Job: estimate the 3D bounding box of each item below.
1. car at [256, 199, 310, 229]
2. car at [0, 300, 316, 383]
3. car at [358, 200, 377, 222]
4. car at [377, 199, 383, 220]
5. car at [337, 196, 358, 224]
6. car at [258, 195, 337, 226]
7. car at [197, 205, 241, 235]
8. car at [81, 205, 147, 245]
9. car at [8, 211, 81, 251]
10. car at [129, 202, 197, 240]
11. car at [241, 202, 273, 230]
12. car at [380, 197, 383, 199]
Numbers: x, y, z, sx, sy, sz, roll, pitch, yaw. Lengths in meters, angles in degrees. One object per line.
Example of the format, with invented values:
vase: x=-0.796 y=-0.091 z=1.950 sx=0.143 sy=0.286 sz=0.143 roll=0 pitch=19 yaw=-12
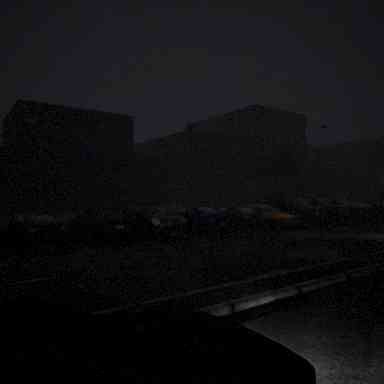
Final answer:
car: x=4.739 y=1.502 z=22.037 sx=1.946 sy=1.575 sz=5.366 roll=0 pitch=0 yaw=-36
car: x=-1.434 y=1.547 z=2.108 sx=5.357 sy=1.411 sz=2.033 roll=0 pitch=0 yaw=-36
car: x=11.367 y=1.327 z=26.976 sx=2.435 sy=2.045 sz=5.566 roll=1 pitch=-1 yaw=-36
car: x=13.593 y=1.613 z=28.598 sx=2.097 sy=1.535 sz=5.008 roll=1 pitch=-1 yaw=-36
car: x=9.128 y=1.295 z=25.373 sx=2.435 sy=2.045 sz=5.566 roll=1 pitch=0 yaw=-36
car: x=6.886 y=1.273 z=23.768 sx=2.435 sy=2.045 sz=5.566 roll=1 pitch=0 yaw=-36
car: x=0.152 y=1.489 z=18.974 sx=2.097 sy=1.535 sz=5.008 roll=0 pitch=0 yaw=-36
car: x=-4.352 y=1.513 z=15.792 sx=2.163 sy=1.488 sz=4.792 roll=0 pitch=0 yaw=-36
car: x=-6.575 y=1.520 z=14.161 sx=2.002 sy=1.452 sz=4.674 roll=0 pitch=0 yaw=-36
car: x=-2.111 y=1.360 z=17.399 sx=2.185 sy=1.767 sz=4.553 roll=0 pitch=0 yaw=-36
car: x=2.390 y=1.536 z=20.580 sx=2.002 sy=1.452 sz=4.674 roll=0 pitch=0 yaw=-36
car: x=18.052 y=1.582 z=31.836 sx=2.185 sy=1.767 sz=4.553 roll=1 pitch=-1 yaw=-36
